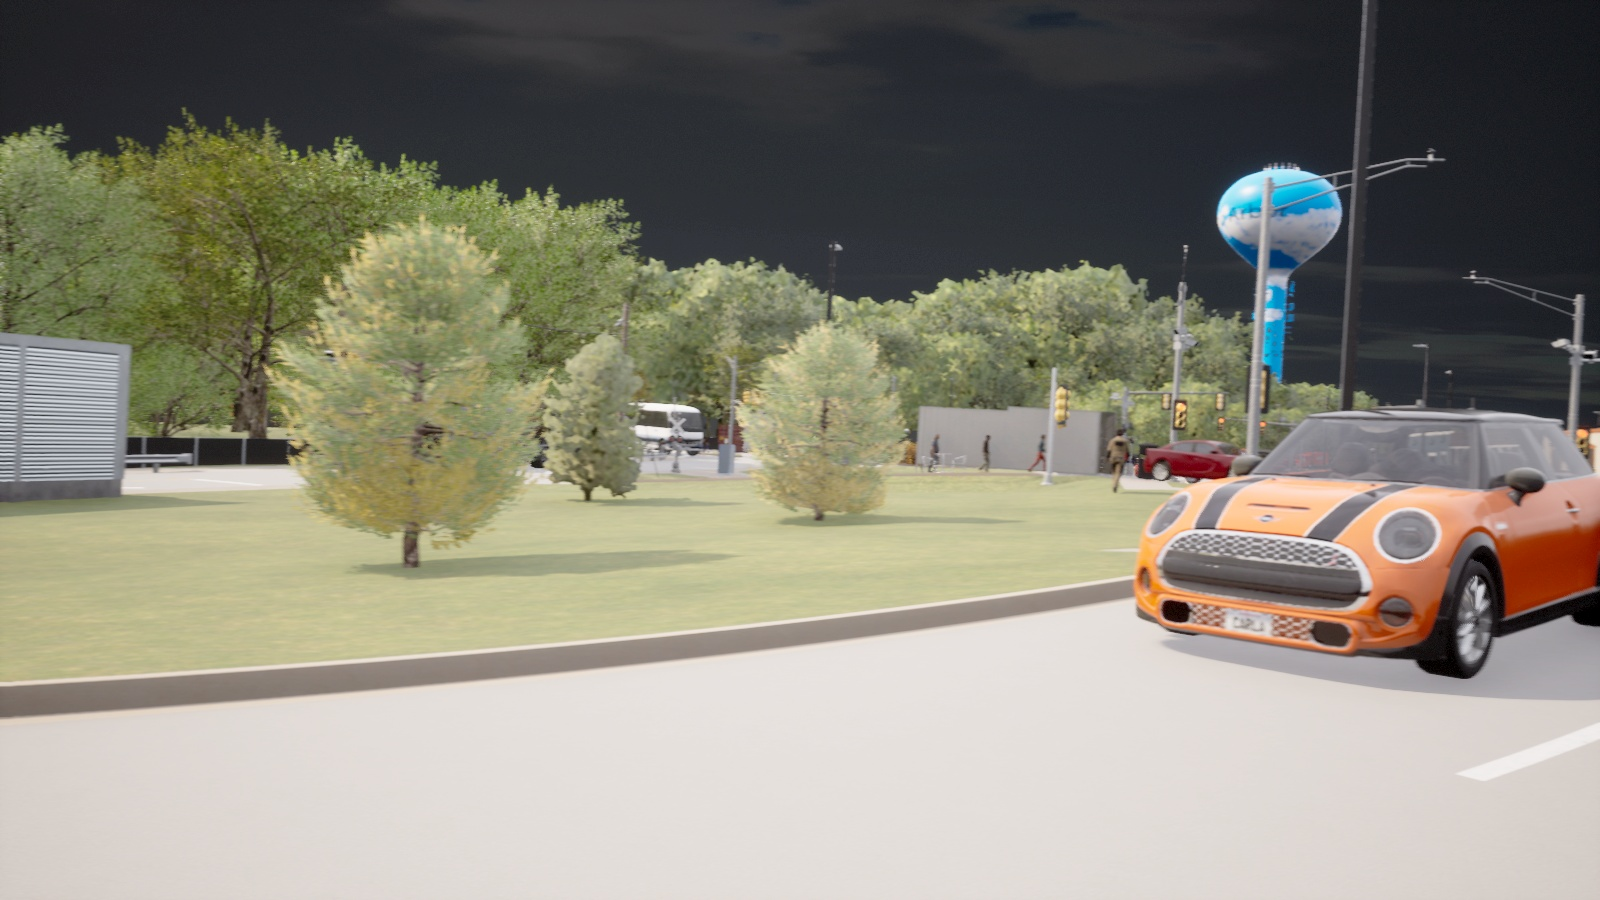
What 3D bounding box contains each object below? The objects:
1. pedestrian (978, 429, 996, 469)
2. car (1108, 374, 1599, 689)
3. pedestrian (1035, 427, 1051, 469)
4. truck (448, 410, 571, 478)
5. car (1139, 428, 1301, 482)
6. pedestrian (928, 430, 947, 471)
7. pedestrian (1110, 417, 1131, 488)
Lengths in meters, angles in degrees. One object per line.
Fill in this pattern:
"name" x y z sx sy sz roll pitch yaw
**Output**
"pedestrian" 8.640 -0.038 57.975 0.703 1.840 0.431 2 -1 13
"car" 4.485 0.379 9.339 4.553 1.767 2.097 -2 3 -43
"pedestrian" 10.915 -0.077 56.295 0.614 1.847 0.353 2 -1 14
"truck" -16.013 -0.367 69.982 2.891 3.462 7.936 2 1 18
"car" 14.032 0.139 42.262 1.882 1.535 5.008 4 0 -34
"pedestrian" 6.292 0.022 57.540 0.694 1.848 0.540 2 -1 19
"pedestrian" 8.880 0.080 34.802 0.396 1.930 0.692 2 -1 24
